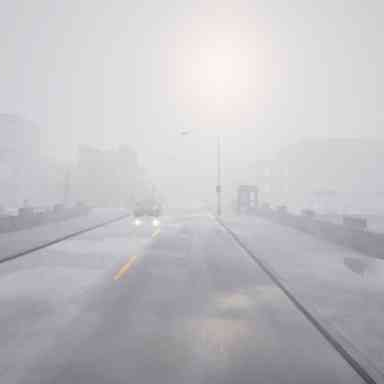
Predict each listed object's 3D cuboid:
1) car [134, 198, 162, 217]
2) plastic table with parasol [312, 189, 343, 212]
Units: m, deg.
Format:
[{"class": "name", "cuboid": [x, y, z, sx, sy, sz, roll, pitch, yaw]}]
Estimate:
[{"class": "car", "cuboid": [-4.000, 1.402, 30.680, 2.097, 1.767, 4.553, 0, 0, 0]}, {"class": "plastic table with parasol", "cuboid": [15.169, 0.923, 37.367, 2.482, 2.480, 2.482, 0, 0, 0]}]
